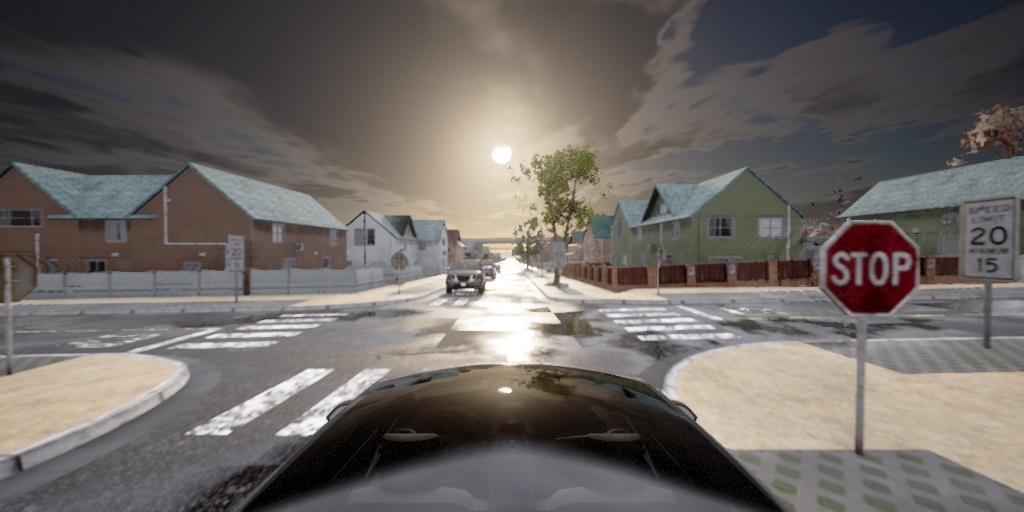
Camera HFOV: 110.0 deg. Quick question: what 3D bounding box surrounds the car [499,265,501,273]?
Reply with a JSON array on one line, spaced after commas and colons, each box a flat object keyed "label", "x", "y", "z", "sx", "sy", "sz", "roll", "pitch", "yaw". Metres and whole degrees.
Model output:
[{"label": "car", "x": -2.795, "y": 1.952, "z": 58.868, "sx": 2.128, "sy": 1.511, "sz": 4.902, "roll": 0, "pitch": -1, "yaw": 0}]

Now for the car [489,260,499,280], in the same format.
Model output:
[{"label": "car", "x": -2.875, "y": 1.419, "z": 37.775, "sx": 2.150, "sy": 2.045, "sz": 5.566, "roll": 0, "pitch": -1, "yaw": 0}]

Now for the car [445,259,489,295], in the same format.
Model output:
[{"label": "car", "x": -2.805, "y": 1.226, "z": 22.648, "sx": 2.150, "sy": 2.045, "sz": 5.566, "roll": 0, "pitch": 0, "yaw": -2}]
